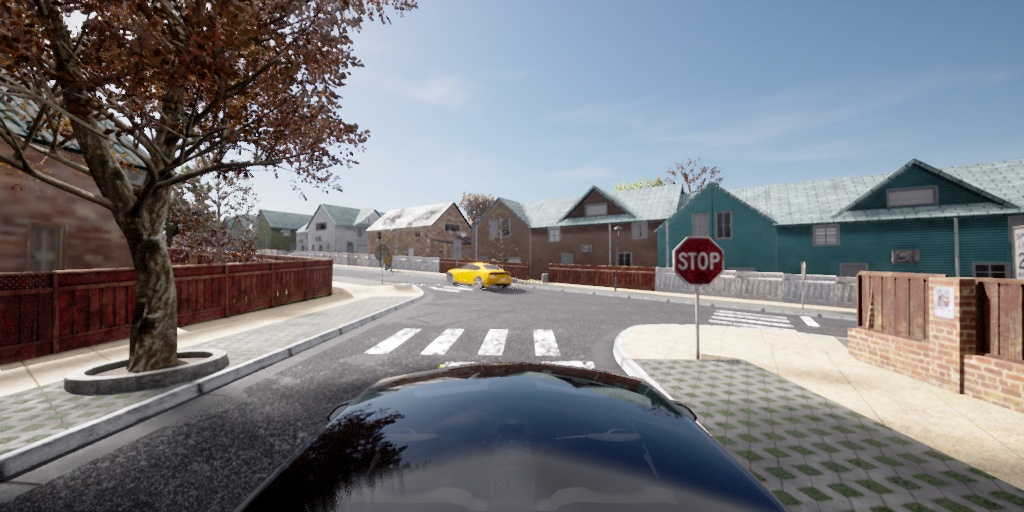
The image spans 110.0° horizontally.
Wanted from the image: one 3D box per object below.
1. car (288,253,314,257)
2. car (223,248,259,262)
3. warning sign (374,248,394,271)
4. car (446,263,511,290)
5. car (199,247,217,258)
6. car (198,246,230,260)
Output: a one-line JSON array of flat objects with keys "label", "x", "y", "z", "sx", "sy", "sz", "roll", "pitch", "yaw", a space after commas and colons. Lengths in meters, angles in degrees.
[{"label": "car", "x": -17.558, "y": 0.555, "z": 30.026, "sx": 4.902, "sy": 1.511, "sz": 2.128, "roll": 2, "pitch": 0, "yaw": 34}, {"label": "car", "x": -32.840, "y": -0.160, "z": 43.784, "sx": 4.553, "sy": 1.767, "sz": 2.097, "roll": 2, "pitch": 0, "yaw": 34}, {"label": "warning sign", "x": -11.358, "y": 0.433, "z": 32.307, "sx": 1.060, "sy": 1.860, "sz": 1.300, "roll": 0, "pitch": 0, "yaw": 34}, {"label": "car", "x": -2.185, "y": 1.166, "z": 22.459, "sx": 1.882, "sy": 1.535, "sz": 5.008, "roll": 4, "pitch": -1, "yaw": -42}, {"label": "car", "x": -35.780, "y": -0.104, "z": 42.344, "sx": 4.674, "sy": 1.442, "sz": 1.812, "roll": 2, "pitch": 0, "yaw": 34}, {"label": "car", "x": -40.761, "y": -0.446, "z": 49.046, "sx": 4.553, "sy": 1.767, "sz": 2.097, "roll": 2, "pitch": 0, "yaw": 34}]
